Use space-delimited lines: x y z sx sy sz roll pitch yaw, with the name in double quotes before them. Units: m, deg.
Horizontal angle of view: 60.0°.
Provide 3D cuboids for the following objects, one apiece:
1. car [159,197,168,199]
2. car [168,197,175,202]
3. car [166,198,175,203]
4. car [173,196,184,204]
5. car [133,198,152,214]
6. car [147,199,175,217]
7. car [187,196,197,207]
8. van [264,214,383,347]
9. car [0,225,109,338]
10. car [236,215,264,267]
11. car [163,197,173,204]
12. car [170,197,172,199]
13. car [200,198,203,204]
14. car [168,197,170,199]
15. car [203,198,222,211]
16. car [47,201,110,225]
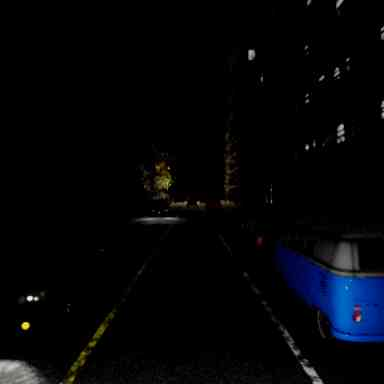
"car" -5.678 1.955 56.042 1.947 1.339 4.313 0 0 0
"car" -5.802 2.226 94.812 1.887 1.381 4.507 0 0 0
"car" -5.751 2.189 89.272 2.008 1.369 4.403 0 0 0
"car" -2.988 1.732 76.109 2.097 1.767 4.553 0 0 0
"car" -5.680 1.586 39.428 2.192 1.841 5.009 0 0 0
"car" -3.089 1.739 34.073 1.837 1.490 4.892 0 -1 0
"car" 0.026 1.927 60.545 1.837 1.490 4.892 0 0 0
"van" 2.696 1.383 6.198 1.690 1.788 3.998 0 0 0
"car" -3.081 1.610 6.733 1.994 1.385 4.181 0 0 0
"car" 2.696 1.520 11.736 1.967 1.590 4.097 0 0 0
"car" -5.675 1.994 78.197 1.967 1.590 4.097 0 0 0
"car" -5.676 2.053 67.119 1.802 1.307 4.206 0 0 0
"car" 2.705 2.105 78.197 2.008 1.369 4.403 0 0 0
"car" -5.677 1.870 61.581 1.967 1.590 4.097 0 0 0
"car" 3.008 1.670 46.296 2.097 1.767 4.553 0 0 0
"car" -5.683 1.432 17.274 2.192 1.841 5.009 0 0 0
